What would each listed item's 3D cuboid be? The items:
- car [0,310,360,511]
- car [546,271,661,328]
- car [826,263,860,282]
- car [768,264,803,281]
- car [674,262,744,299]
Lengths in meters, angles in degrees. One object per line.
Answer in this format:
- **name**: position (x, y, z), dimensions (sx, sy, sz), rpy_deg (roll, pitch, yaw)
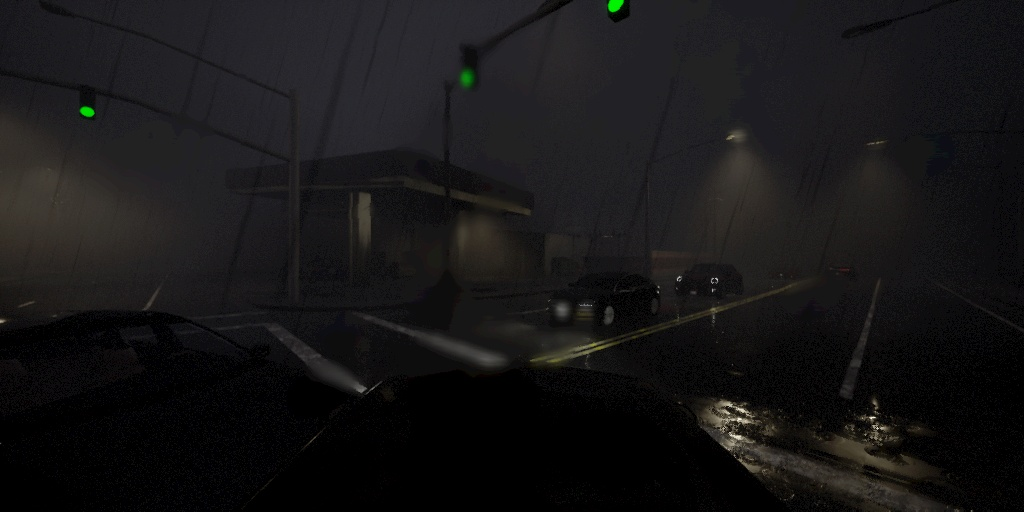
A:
- **car**: position (-3.361, 1.227, 2.754), dimensions (4.902, 1.511, 2.128), rpy_deg (0, 0, 16)
- **car**: position (3.131, 1.263, 11.631), dimensions (4.892, 1.490, 1.837), rpy_deg (0, 0, -44)
- **car**: position (28.384, 1.349, 30.797), dimensions (4.902, 1.511, 2.128), rpy_deg (0, 0, -44)
- **car**: position (24.326, 1.402, 31.850), dimensions (4.181, 1.385, 1.994), rpy_deg (0, 0, -43)
- **car**: position (10.116, 1.136, 18.329), dimensions (4.553, 1.767, 2.097), rpy_deg (0, 0, -44)
